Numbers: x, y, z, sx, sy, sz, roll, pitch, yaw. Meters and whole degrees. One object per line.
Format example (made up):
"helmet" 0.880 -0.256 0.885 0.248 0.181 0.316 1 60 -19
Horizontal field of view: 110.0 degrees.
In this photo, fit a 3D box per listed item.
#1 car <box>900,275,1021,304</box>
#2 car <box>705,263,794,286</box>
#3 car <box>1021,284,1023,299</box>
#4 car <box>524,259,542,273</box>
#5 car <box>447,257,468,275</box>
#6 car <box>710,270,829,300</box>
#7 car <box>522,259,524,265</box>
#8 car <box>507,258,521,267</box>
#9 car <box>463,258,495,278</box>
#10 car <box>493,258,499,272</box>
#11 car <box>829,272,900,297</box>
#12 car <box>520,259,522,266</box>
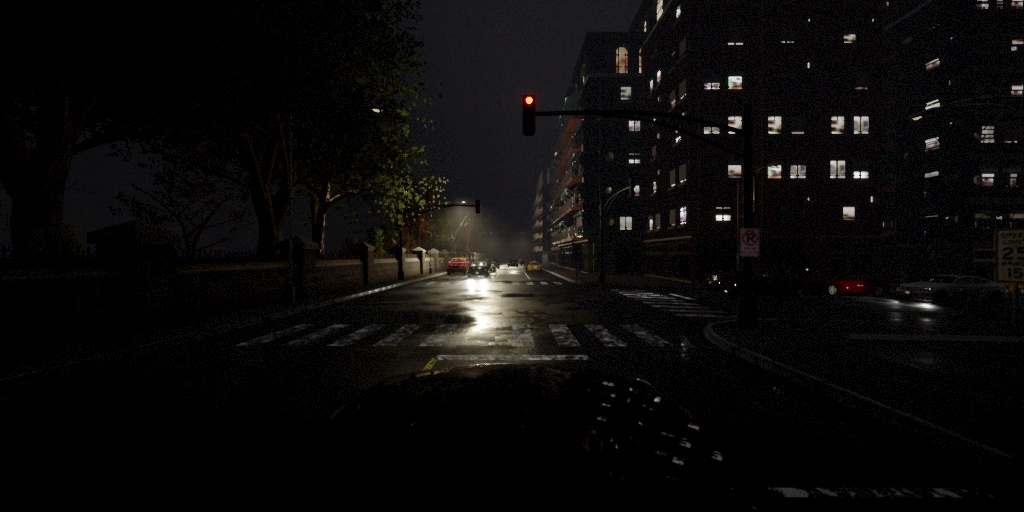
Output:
"car" 23.664 1.723 19.333 4.674 1.442 1.812 1 0 0
"car" 14.619 1.338 21.911 5.009 1.841 2.192 0 0 0
"car" 31.536 1.857 21.946 4.829 1.417 1.751 0 0 0
"car" 2.735 1.283 44.214 1.751 1.417 4.829 0 0 0
"car" -5.651 1.070 38.517 2.192 1.841 5.009 0 0 0
"car" 13.722 1.618 19.315 4.718 1.301 1.895 1 0 0
"car" 2.741 1.307 49.579 1.888 1.381 4.507 0 0 0
"car" 0.166 1.320 64.291 2.033 1.411 5.357 0 0 -1
"car" -3.073 1.245 34.118 2.128 1.511 4.902 0 0 -1
"car" -3.056 1.110 43.911 2.097 1.767 4.553 0 0 0
"car" 20.314 1.671 21.923 4.507 1.381 1.888 0 0 0
"car" 2.747 1.316 55.115 2.007 1.370 4.403 0 0 0
